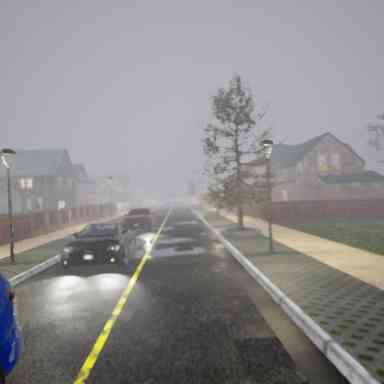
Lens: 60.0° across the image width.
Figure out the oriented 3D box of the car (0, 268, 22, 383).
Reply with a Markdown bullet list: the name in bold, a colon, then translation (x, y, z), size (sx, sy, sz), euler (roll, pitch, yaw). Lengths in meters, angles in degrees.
- **car**: translation (-2.814, 1.353, 1.293), size (2.150, 2.045, 5.566), euler (-2, -1, -3)

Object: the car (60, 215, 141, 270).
- **car**: translation (-3.214, 1.806, 12.059), size (1.994, 1.385, 4.181), euler (-2, -1, -2)

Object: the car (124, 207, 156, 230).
- **car**: translation (-3.684, 1.847, 23.791), size (1.882, 1.535, 5.008), euler (-2, 0, -2)
